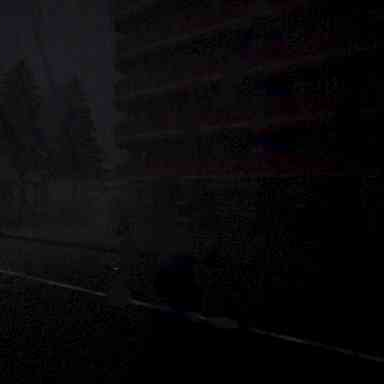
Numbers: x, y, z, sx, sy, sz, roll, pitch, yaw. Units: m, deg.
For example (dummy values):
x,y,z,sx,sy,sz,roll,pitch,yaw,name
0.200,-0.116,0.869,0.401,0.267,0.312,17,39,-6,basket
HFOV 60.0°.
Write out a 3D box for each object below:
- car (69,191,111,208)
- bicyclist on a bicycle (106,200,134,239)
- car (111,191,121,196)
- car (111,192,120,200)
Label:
x,y,z,sx,sy,sz,roll,pitch,yaw,name
-12.538,0.939,40.053,2.097,1.767,4.553,0,1,33,car
-3.042,1.166,14.184,0.582,1.620,1.656,0,0,32,bicyclist on a bicycle
-14.457,0.658,55.879,2.150,2.045,5.566,0,0,39,car
-13.871,1.084,50.892,1.895,1.301,4.718,0,1,35,car
